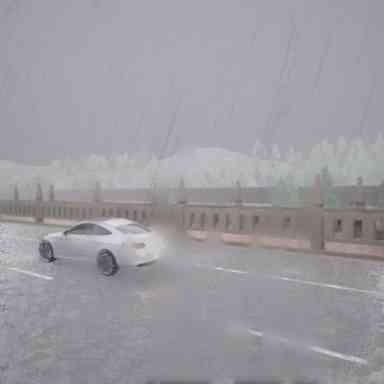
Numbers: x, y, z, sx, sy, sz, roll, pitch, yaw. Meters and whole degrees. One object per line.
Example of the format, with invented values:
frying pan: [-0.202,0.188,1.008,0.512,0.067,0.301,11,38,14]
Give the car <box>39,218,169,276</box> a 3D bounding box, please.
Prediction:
car: [-2.805,1.527,10.294,4.674,1.442,1.812,0,0,36]
